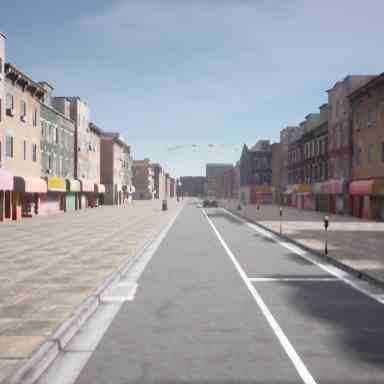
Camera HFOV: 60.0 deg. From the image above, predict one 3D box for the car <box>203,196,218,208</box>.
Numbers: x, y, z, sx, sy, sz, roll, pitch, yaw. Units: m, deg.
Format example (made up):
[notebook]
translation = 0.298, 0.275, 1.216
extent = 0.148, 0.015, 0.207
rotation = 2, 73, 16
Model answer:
[car]
translation = 2.750, 1.423, 50.032
extent = 2.097, 1.767, 4.553
rotation = 0, 0, 0
